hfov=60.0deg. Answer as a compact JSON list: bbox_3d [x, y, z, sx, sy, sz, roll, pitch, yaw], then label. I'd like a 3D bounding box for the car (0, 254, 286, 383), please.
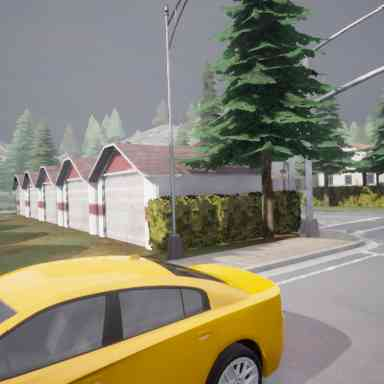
[{"bbox_3d":[-1.277,1.452,3.078,5.008,1.535,1.882,-2,1,-35],"label":"car"}]
